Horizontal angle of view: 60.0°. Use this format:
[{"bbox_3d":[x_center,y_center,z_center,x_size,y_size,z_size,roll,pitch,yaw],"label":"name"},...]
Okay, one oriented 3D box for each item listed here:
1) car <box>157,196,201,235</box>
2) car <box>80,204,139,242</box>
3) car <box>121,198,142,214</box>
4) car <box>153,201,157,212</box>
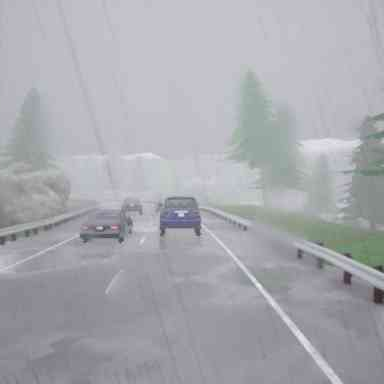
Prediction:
[{"bbox_3d":[-0.747,1.224,19.063,2.150,2.045,5.566,0,0,-5],"label":"car"},{"bbox_3d":[-4.044,1.555,16.420,2.033,1.411,5.357,0,0,-4],"label":"car"},{"bbox_3d":[-6.416,1.364,35.326,2.097,1.767,4.553,0,0,-10],"label":"car"},{"bbox_3d":[-3.355,1.555,38.162,2.033,1.411,5.357,0,0,-12],"label":"car"}]
